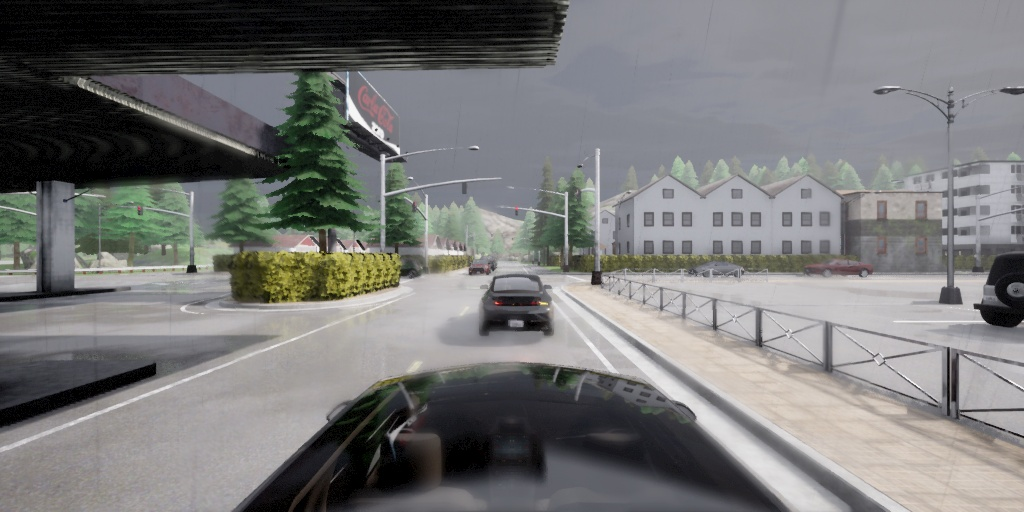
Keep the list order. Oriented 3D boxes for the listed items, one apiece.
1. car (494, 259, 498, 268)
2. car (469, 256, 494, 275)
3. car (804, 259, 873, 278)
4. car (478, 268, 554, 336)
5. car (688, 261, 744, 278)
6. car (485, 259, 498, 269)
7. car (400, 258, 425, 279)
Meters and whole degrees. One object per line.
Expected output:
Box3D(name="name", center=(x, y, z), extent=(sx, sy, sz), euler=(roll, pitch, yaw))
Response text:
Box3D(name="car", center=(-3.394, 0.971, 48.874), extent=(2.150, 2.045, 5.566), euler=(0, 0, 0))
Box3D(name="car", center=(-3.417, 1.102, 38.635), extent=(2.097, 1.767, 4.553), euler=(0, 0, 0))
Box3D(name="car", center=(27.958, 1.036, 30.828), extent=(5.008, 1.535, 1.882), euler=(0, 0, 0))
Box3D(name="car", center=(0.116, 1.255, 10.348), extent=(1.837, 1.490, 4.892), euler=(0, 0, 0))
Box3D(name="car", center=(17.494, 1.122, 30.818), extent=(4.181, 1.385, 1.994), euler=(0, 0, 0))
Box3D(name="car", center=(-3.371, 1.255, 59.103), extent=(1.837, 1.490, 4.892), euler=(0, 0, 0))
Box3D(name="car", center=(-9.856, 0.973, 30.792), extent=(4.553, 1.767, 2.097), euler=(3, 0, 0))
